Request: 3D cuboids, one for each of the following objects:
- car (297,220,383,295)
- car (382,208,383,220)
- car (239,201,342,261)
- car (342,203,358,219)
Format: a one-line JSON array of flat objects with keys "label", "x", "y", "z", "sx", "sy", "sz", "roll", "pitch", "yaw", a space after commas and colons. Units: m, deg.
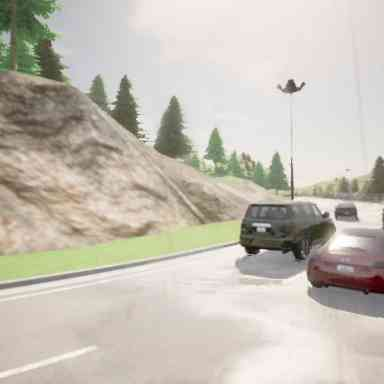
[{"label": "car", "x": 4.655, "y": 1.643, "z": 8.722, "sx": 1.994, "sy": 1.385, "sz": 4.181, "roll": -1, "pitch": -1, "yaw": 41}, {"label": "car", "x": 14.526, "y": 1.541, "z": 23.254, "sx": 2.097, "sy": 1.767, "sz": 4.553, "roll": -1, "pitch": -1, "yaw": 29}, {"label": "car", "x": 3.946, "y": 1.359, "z": 13.161, "sx": 2.150, "sy": 2.045, "sz": 5.566, "roll": -1, "pitch": -1, "yaw": 38}, {"label": "car", "x": 14.904, "y": 1.773, "z": 32.210, "sx": 1.882, "sy": 1.535, "sz": 5.008, "roll": -1, "pitch": -1, "yaw": 23}]
